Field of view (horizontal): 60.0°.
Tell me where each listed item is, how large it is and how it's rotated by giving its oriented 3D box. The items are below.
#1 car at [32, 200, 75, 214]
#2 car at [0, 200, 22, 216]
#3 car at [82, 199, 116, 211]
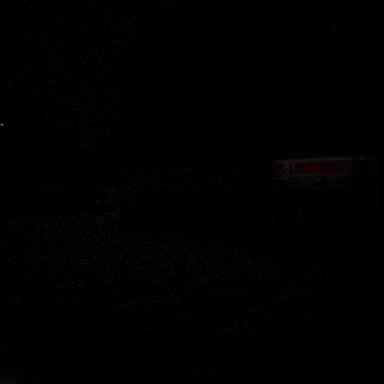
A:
[{"bbox_3d":[-13.886,1.456,33.596,1.947,1.339,4.313,0,0,35],"label":"car"},{"bbox_3d":[-17.155,1.418,28.957,2.008,1.369,4.403,0,0,35],"label":"car"},{"bbox_3d":[-10.618,1.497,38.235,1.802,1.307,4.206,0,0,35],"label":"car"}]
